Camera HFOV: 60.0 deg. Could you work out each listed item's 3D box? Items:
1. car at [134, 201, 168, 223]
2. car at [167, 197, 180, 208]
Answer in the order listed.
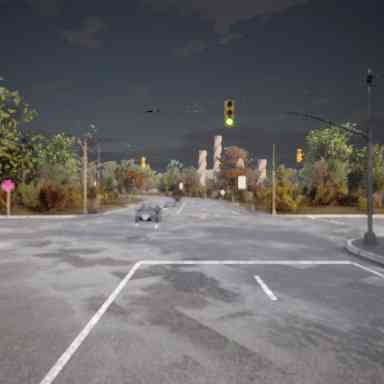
[{"bbox_3d":[-3.462,1.696,27.080,2.128,1.511,4.902,0,0,0],"label":"car"},{"bbox_3d":[-3.414,1.910,54.328,1.812,1.442,4.674,0,1,0],"label":"car"}]
